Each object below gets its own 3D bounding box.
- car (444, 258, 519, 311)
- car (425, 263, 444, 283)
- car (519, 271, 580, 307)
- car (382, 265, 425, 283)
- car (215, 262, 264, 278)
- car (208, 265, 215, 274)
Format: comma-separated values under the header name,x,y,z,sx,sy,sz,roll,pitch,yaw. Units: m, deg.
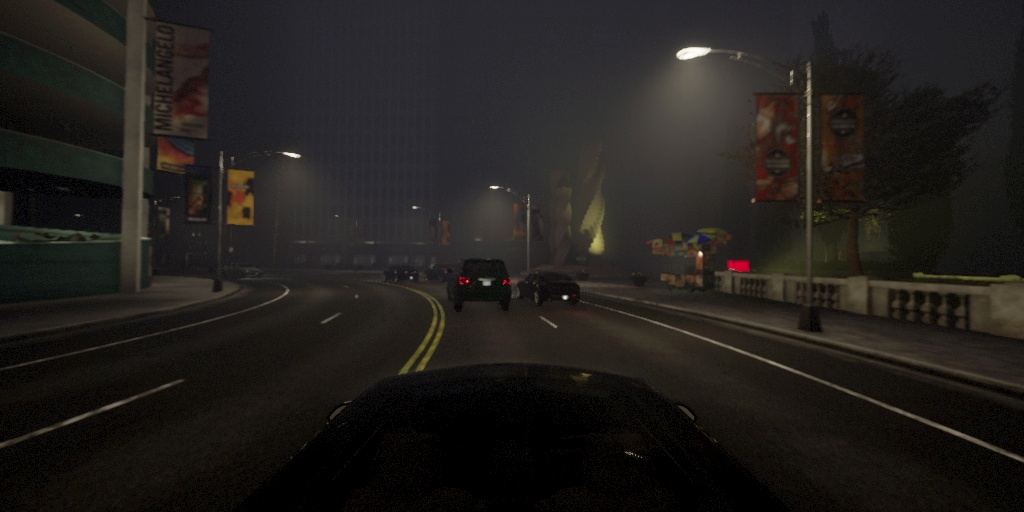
name,x,y,z,sx,sy,sz,roll,pitch,yaw
car,-1.560,1.126,15.610,2.150,2.045,5.566,1,-1,-14
car,-6.167,1.414,32.145,2.097,1.767,4.553,1,-1,-37
car,1.548,1.466,17.045,1.837,1.490,4.892,1,-1,-15
car,-9.679,1.511,31.022,1.837,1.490,4.892,2,-1,-39
car,-26.639,1.389,35.384,4.674,1.442,1.812,0,-1,24
car,-31.998,1.419,41.014,5.357,1.411,2.033,0,-1,14
